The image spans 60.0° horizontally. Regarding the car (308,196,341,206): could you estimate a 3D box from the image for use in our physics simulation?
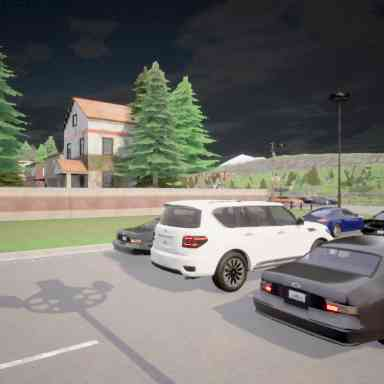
[{"bbox_3d":[22.355,1.477,56.454,1.882,1.535,5.008,0,0,-36],"label":"car"}]

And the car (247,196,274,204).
[{"bbox_3d":[13.049,1.477,63.406,1.882,1.535,5.008,0,0,-35],"label":"car"}]

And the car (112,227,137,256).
[{"bbox_3d":[-0.151,1.547,12.231,5.357,1.411,2.033,0,0,-36],"label":"car"}]

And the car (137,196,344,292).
[{"bbox_3d":[1.569,1.221,9.166,5.566,2.045,2.150,0,0,-36],"label":"car"}]

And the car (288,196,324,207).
[{"bbox_3d":[17.474,1.478,51.243,1.882,1.535,5.008,0,0,-36],"label":"car"}]

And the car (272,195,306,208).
[{"bbox_3d":[14.383,1.352,49.545,2.097,1.767,4.553,0,0,-36],"label":"car"}]

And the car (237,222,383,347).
[{"bbox_3d":[3.549,1.547,6.277,5.357,1.411,2.033,0,0,-36],"label":"car"}]

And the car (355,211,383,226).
[{"bbox_3d":[9.660,1.478,14.926,5.008,1.535,1.882,0,0,-35],"label":"car"}]

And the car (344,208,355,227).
[{"bbox_3d":[7.652,1.526,17.793,4.674,1.442,1.812,0,0,-35],"label":"car"}]

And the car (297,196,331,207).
[{"bbox_3d":[19.785,1.491,54.027,2.128,1.511,4.902,0,0,-36],"label":"car"}]

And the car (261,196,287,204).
[{"bbox_3d":[16.024,1.491,65.307,2.128,1.511,4.902,0,0,-35],"label":"car"}]

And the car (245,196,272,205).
[{"bbox_3d":[11.752,1.505,59.181,1.837,1.490,4.892,0,0,-36],"label":"car"}]
